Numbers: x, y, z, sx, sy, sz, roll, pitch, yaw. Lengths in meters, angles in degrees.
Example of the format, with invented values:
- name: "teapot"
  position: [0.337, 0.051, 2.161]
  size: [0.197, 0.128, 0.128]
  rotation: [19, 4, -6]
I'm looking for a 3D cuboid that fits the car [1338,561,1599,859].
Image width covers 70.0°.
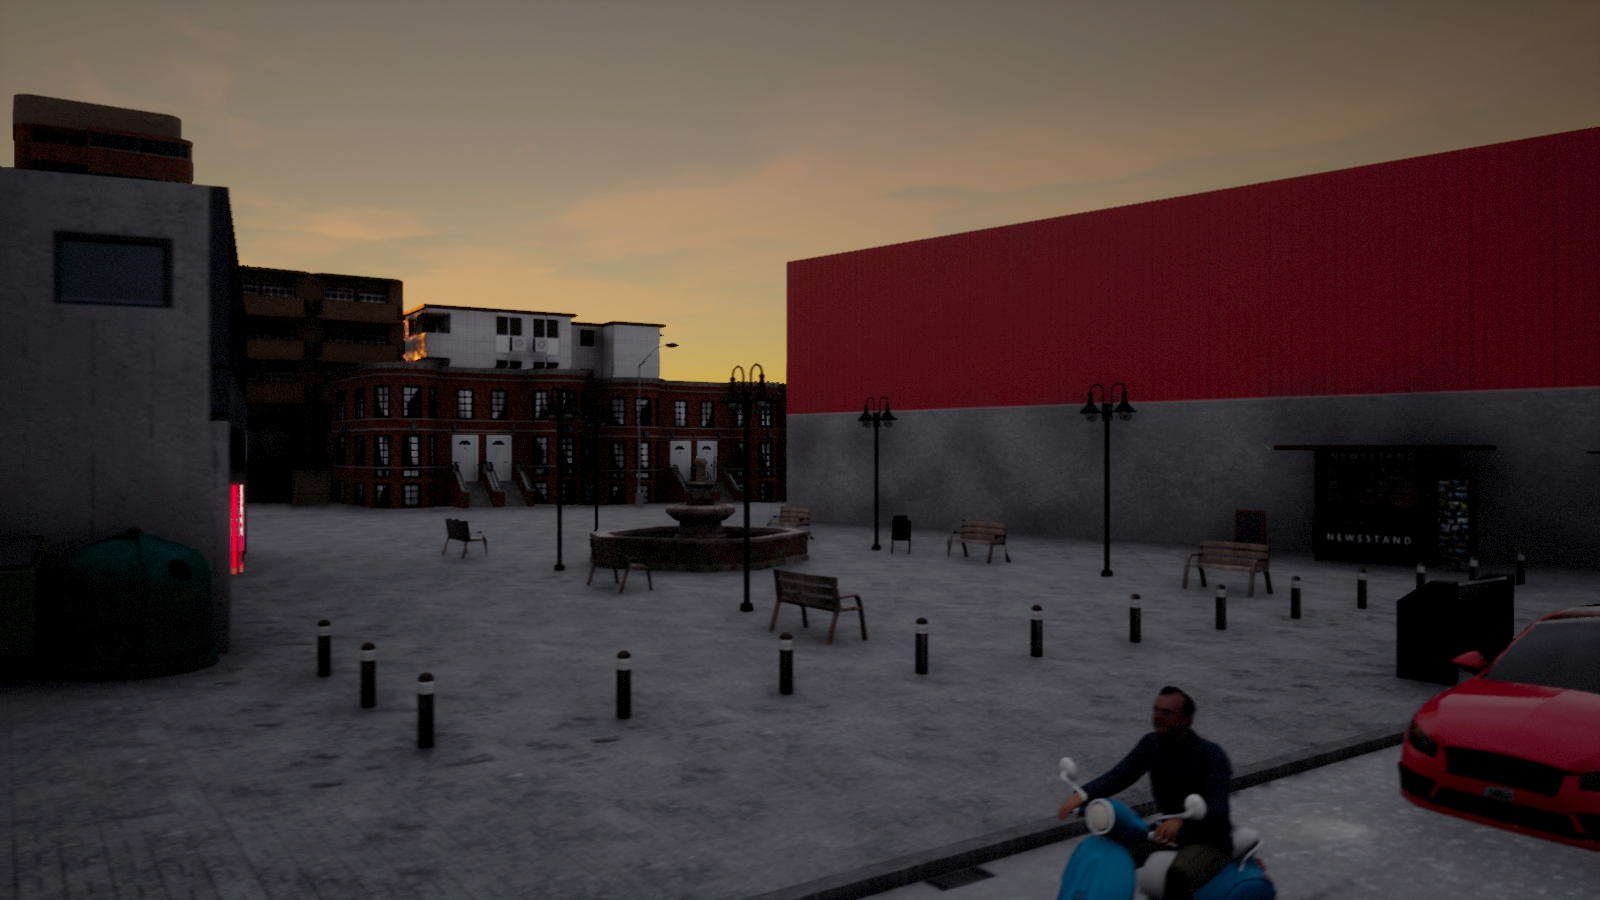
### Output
- name: "car"
  position: [6.700, 1.841, 9.111]
  size: [4.892, 1.480, 2.231]
  rotation: [0, 0, -35]
